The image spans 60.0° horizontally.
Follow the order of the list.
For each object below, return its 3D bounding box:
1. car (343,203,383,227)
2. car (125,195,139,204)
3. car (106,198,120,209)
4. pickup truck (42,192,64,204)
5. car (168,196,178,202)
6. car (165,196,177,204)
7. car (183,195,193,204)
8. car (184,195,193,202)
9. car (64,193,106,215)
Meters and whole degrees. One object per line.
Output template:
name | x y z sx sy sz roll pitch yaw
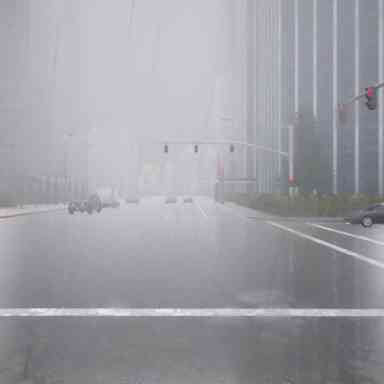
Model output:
car | 12.634 1.503 22.053 4.892 1.490 1.837 0 0 0
car | -11.269 1.347 62.841 2.097 1.767 4.553 0 0 0
car | -11.175 1.559 45.460 1.994 1.385 4.181 0 0 0
pickup truck | -24.321 1.053 60.016 2.390 2.098 6.274 0 0 30
car | -4.324 1.533 75.238 2.033 1.411 5.357 0 0 0
car | -4.140 1.595 64.977 1.895 1.301 4.718 0 0 0
car | -0.743 1.520 65.316 1.812 1.442 4.674 0 0 0
car | -0.828 1.379 75.567 1.882 1.535 5.008 0 0 0
car | -11.085 1.218 34.864 2.150 2.045 5.566 0 0 -1
